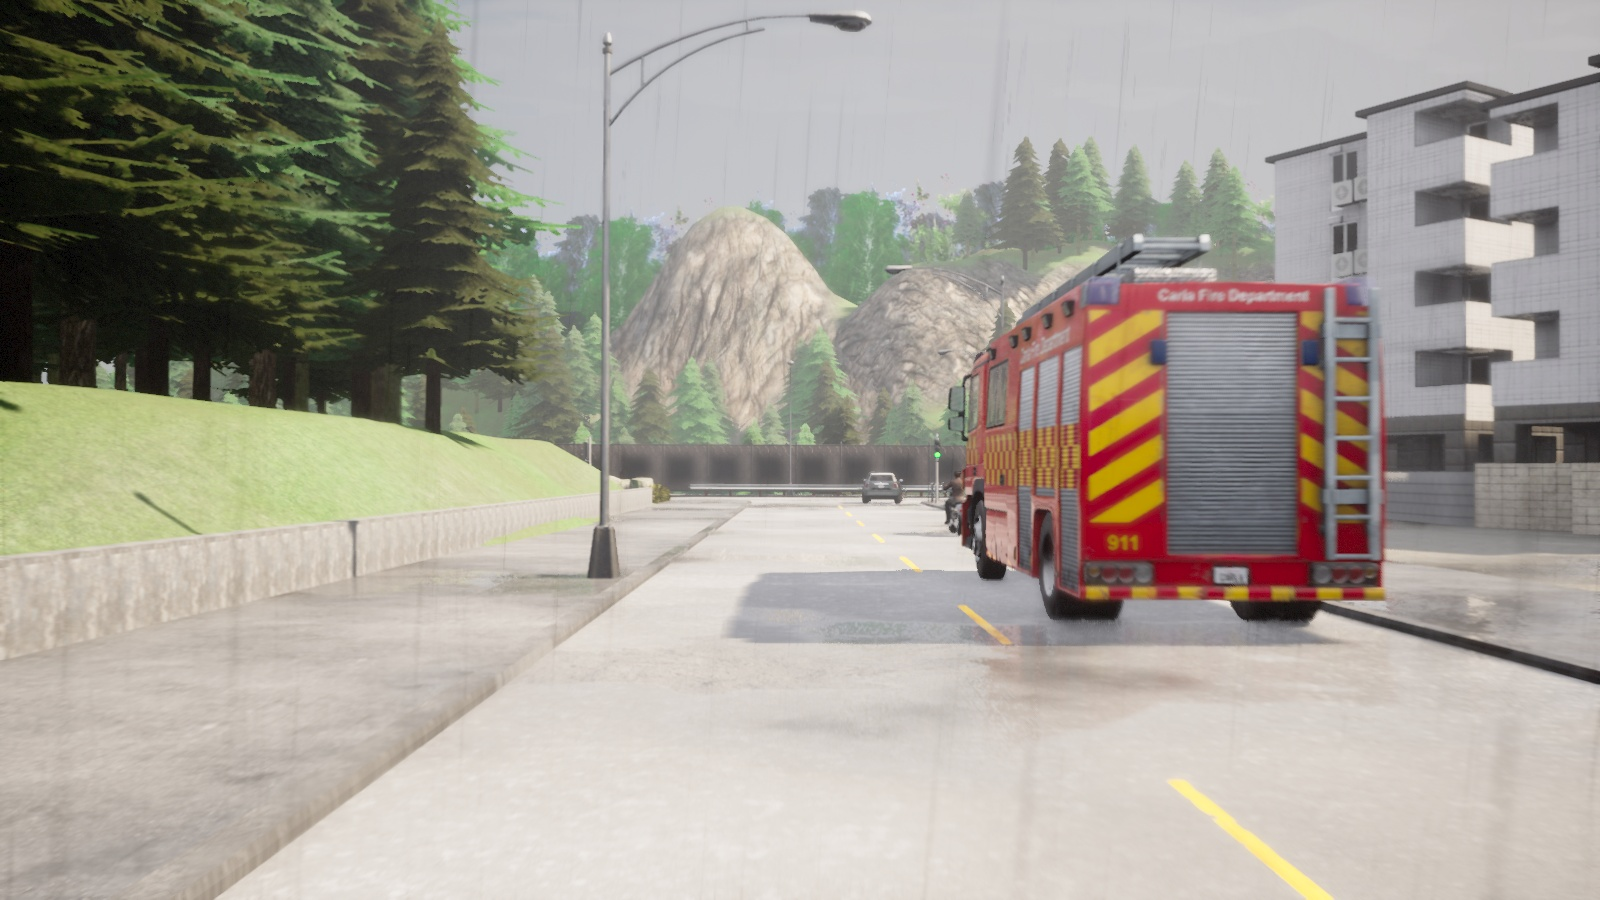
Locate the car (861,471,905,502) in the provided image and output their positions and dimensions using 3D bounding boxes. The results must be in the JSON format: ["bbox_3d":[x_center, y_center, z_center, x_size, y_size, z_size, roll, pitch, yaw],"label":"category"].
[{"bbox_3d":[4.163,1.811,62.590,1.970,1.475,3.806,0,-1,7],"label":"car"}]

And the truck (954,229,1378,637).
[{"bbox_3d":[3.959,-0.097,16.045,2.891,3.827,8.468,0,-1,0],"label":"truck"}]

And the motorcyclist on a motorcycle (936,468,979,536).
[{"bbox_3d":[3.928,1.277,31.542,0.766,1.649,2.350,0,-1,0],"label":"motorcyclist on a motorcycle"}]
